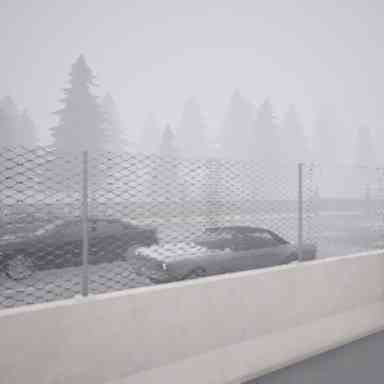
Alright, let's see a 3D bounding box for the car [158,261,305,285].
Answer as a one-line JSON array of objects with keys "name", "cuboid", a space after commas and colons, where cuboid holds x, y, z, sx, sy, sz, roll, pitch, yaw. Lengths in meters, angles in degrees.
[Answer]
[{"name": "car", "cuboid": [0.885, 1.574, 8.471, 4.718, 1.301, 1.895, 0, 0, -32]}]
